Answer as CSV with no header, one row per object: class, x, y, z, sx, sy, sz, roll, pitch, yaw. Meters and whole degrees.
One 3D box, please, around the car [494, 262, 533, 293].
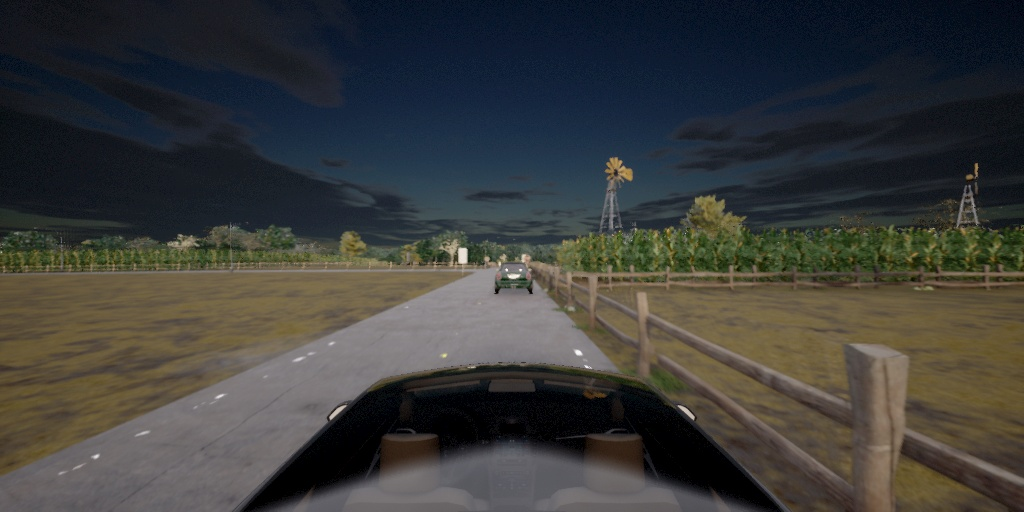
car,0.093,1.140,21.015,2.097,1.767,4.553,0,0,0
